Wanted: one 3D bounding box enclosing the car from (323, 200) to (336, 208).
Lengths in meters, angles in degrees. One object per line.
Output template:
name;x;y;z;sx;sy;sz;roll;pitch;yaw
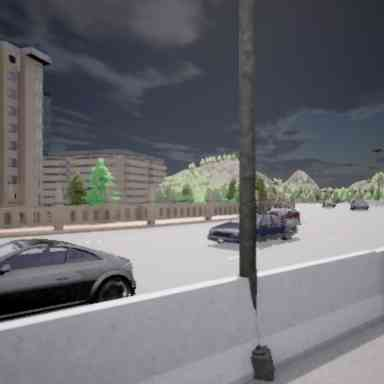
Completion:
car;25.025;2.201;60.660;1.812;1.442;4.674;0;-1;17

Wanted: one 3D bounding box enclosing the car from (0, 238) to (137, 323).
car;-3.166;1.607;6.220;4.181;1.385;1.994;1;-1;-37

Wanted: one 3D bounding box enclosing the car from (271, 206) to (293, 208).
car;6.614;1.770;24.862;1.812;1.442;4.674;0;-1;40

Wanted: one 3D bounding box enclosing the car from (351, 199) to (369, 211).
car;25.232;1.894;50.108;2.097;1.767;4.553;0;-1;20

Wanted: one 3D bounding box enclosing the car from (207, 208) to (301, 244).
car;3.133;1.694;15.998;5.357;1.411;2.033;1;-1;-44
